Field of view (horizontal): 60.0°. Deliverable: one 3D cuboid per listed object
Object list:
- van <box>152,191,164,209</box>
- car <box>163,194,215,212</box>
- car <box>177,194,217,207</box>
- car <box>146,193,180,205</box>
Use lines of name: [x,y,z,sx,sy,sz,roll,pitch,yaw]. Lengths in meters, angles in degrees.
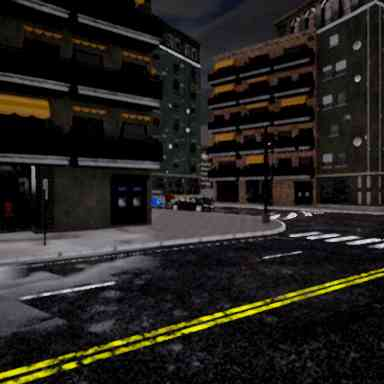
van: [-4.421,0.755,33.028,3.998,1.788,1.690,1,0,37]
car: [-0.001,1.069,29.719,4.403,1.369,2.008,1,0,37]
car: [0.619,0.948,39.719,4.403,1.369,2.008,1,0,37]
car: [-3.806,0.874,43.027,4.206,1.307,1.802,1,0,37]
